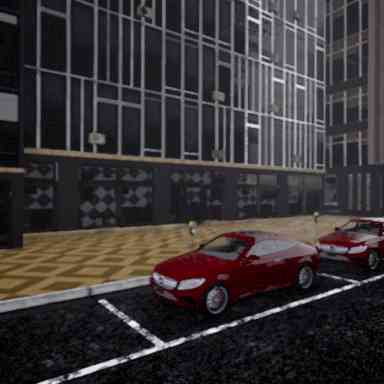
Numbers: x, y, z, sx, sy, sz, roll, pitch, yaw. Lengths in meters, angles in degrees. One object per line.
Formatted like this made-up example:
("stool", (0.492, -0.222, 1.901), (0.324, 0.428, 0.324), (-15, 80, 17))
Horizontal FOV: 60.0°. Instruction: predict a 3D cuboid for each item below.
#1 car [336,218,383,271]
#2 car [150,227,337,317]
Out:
("car", (5.637, 1.499, 10.565), (4.206, 1.307, 1.802), (-1, 1, -35))
("car", (1.119, 1.543, 7.345), (4.206, 1.307, 1.802), (-1, 1, -35))
